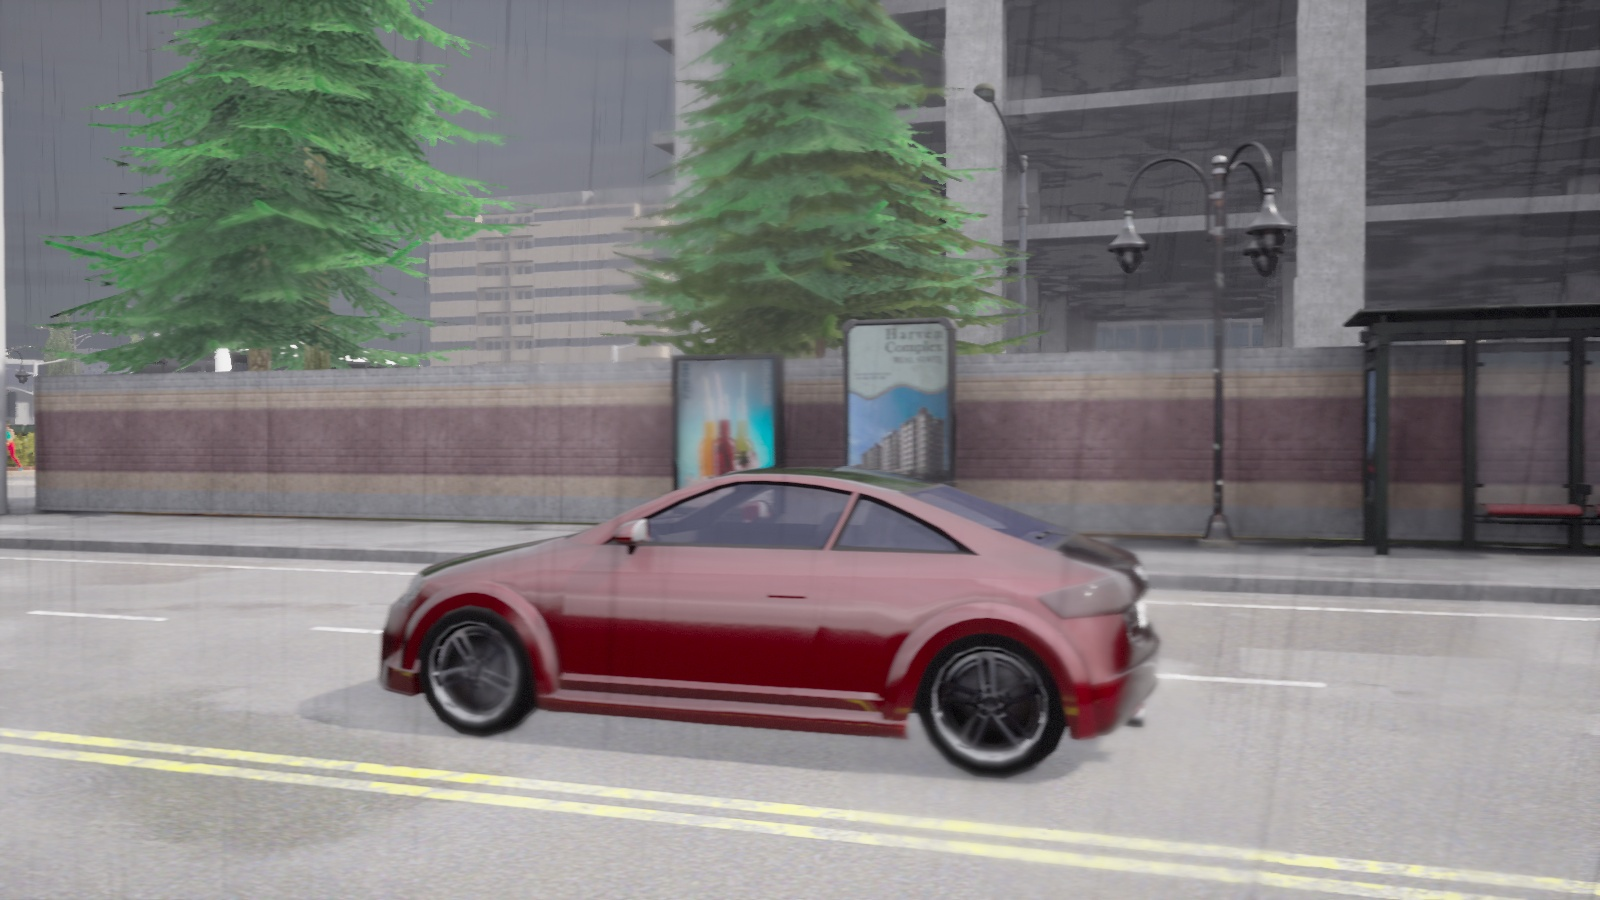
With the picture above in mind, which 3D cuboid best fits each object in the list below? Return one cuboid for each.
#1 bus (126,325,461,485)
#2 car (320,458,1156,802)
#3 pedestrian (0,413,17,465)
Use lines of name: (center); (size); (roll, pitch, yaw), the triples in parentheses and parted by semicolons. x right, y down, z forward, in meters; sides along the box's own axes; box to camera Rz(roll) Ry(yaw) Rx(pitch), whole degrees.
bus: (-15.172, -1.287, 39.010); (3.944, 4.253, 10.273); (1, 1, 18)
car: (-0.258, 0.778, 6.970); (4.181, 1.385, 1.994); (1, 1, 19)
pedestrian: (-28.033, -0.390, 44.328); (0.345, 1.836, 0.594); (1, 1, 19)
